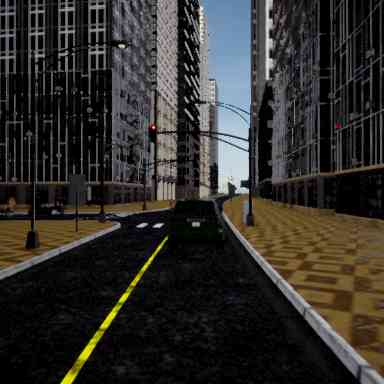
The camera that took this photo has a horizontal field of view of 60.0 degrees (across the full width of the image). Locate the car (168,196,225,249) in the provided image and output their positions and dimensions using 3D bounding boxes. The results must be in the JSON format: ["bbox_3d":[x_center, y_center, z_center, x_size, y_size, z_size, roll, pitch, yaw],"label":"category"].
[{"bbox_3d":[0.224,1.255,14.602,2.150,2.045,5.566,0,0,2],"label":"car"}]

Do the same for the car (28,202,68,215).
[{"bbox_3d":[-15.992,1.843,36.906,4.403,1.369,2.008,-1,1,11],"label":"car"}]

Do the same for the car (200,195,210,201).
[{"bbox_3d":[3.123,1.473,77.749,1.895,1.301,4.718,0,0,9],"label":"car"}]

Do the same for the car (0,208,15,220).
[{"bbox_3d":[-17.531,1.806,28.668,4.403,1.369,2.008,-1,0,11],"label":"car"}]
